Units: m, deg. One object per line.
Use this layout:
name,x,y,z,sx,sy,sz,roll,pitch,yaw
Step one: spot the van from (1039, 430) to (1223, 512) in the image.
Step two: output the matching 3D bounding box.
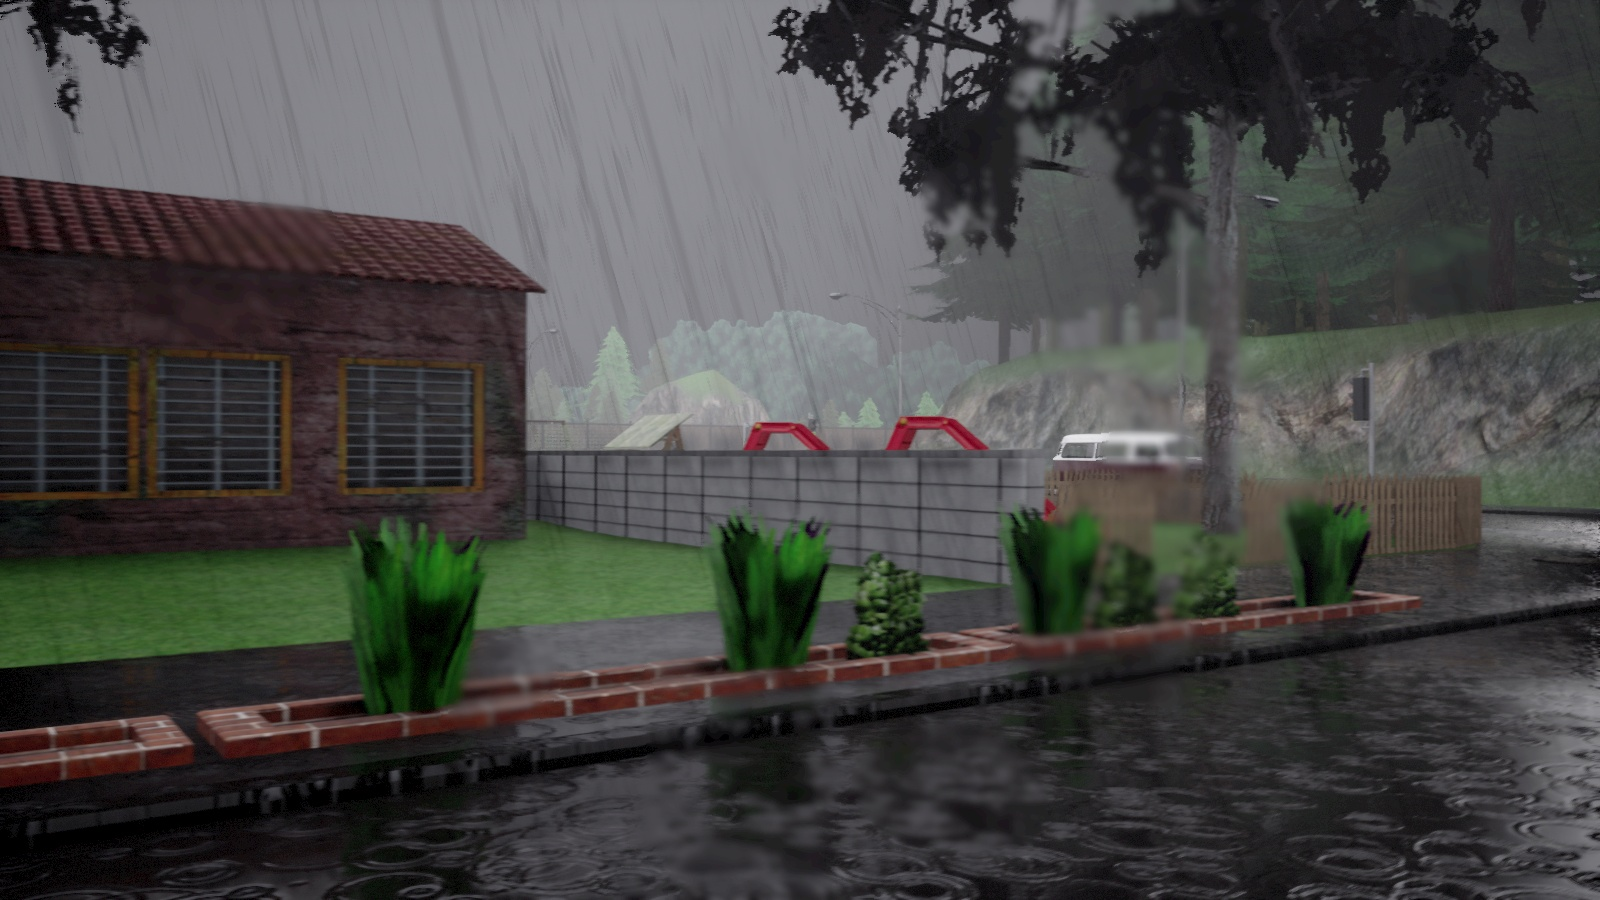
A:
van,8.758,0.532,33.569,2.069,2.038,4.480,0,0,-35
